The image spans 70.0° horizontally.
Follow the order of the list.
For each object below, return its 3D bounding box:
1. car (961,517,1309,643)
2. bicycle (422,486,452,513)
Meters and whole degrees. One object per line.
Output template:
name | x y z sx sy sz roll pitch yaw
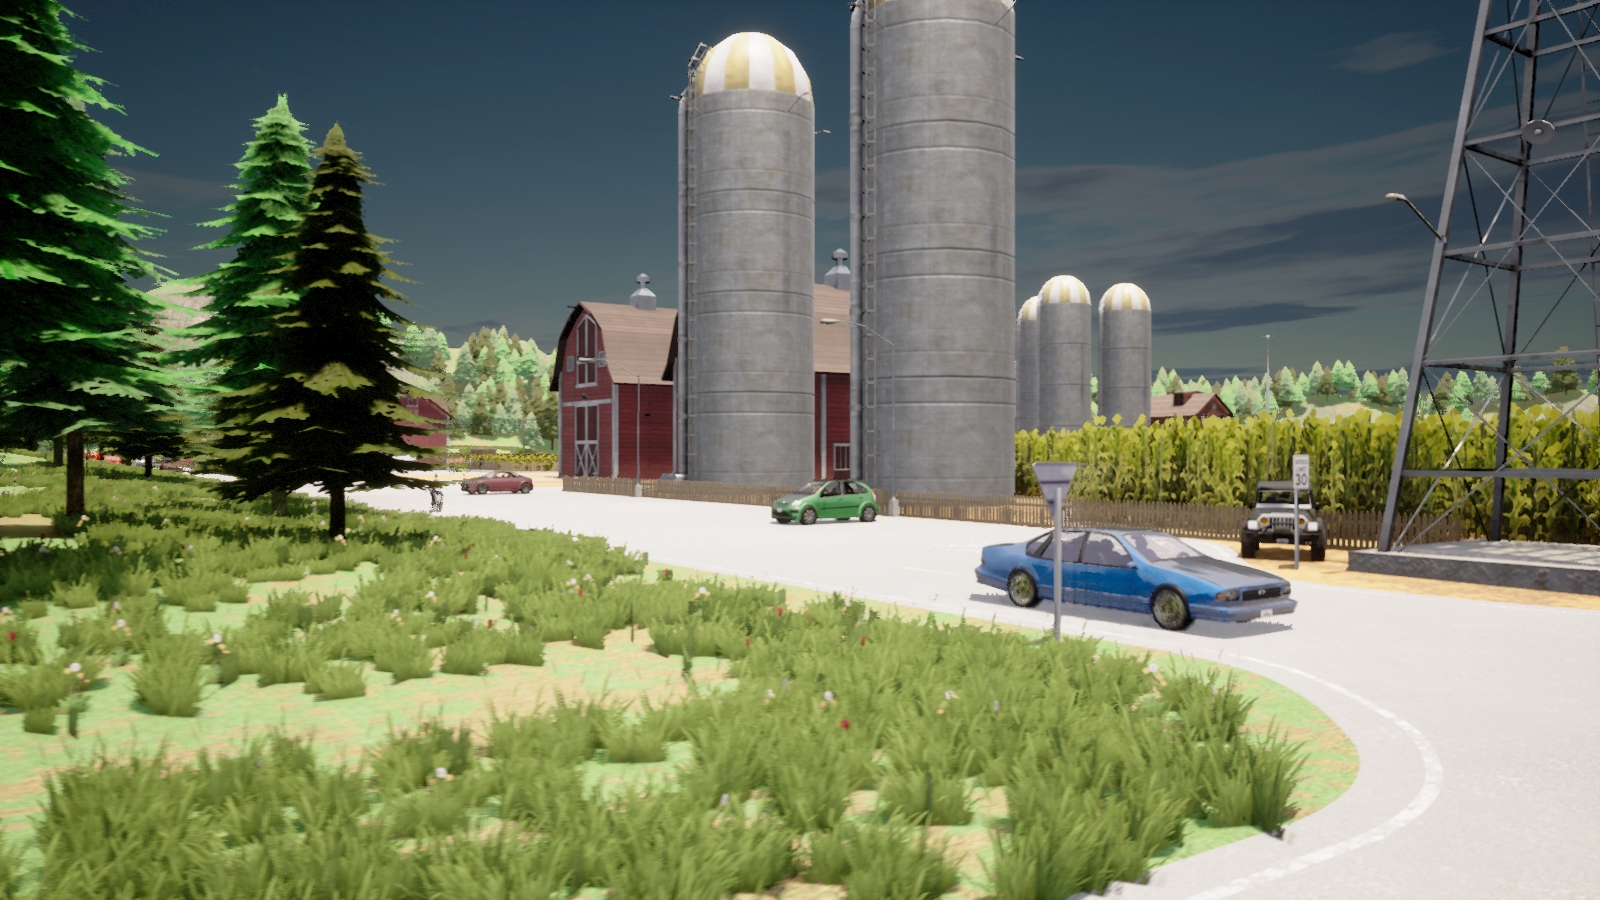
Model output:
car | 5.211 1.964 18.620 2.033 1.411 5.357 0 0 -34
bicycle | -15.523 2.114 48.861 0.859 1.080 1.487 0 0 -34
